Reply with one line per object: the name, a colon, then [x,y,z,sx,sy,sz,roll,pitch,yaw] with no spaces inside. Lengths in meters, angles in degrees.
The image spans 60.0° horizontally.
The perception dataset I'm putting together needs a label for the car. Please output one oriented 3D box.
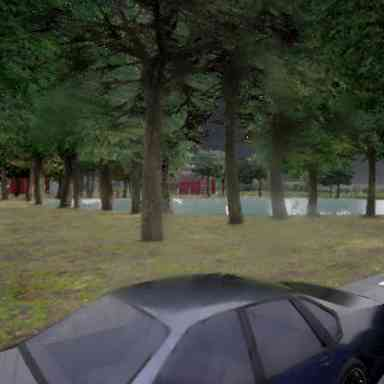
car: [-0.080,1.578,3.025,5.357,1.411,2.033,0,-1,-38]
